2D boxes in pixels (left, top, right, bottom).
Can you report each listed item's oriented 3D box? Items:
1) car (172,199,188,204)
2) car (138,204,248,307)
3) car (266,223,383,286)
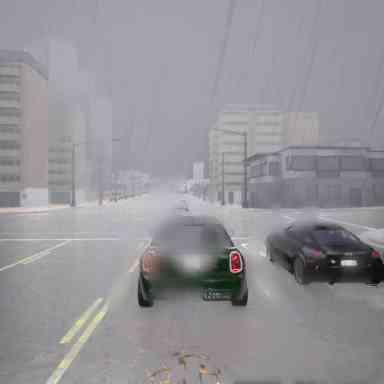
[{"bbox_3d":[-1.467,1.609,41.178,1.812,1.442,4.674,0,-1,-3],"label":"car"},{"bbox_3d":[-0.004,1.352,8.159,2.097,1.767,4.553,0,0,-1],"label":"car"},{"bbox_3d":[3.485,1.564,9.473,1.994,1.385,4.181,0,0,-1],"label":"car"}]
